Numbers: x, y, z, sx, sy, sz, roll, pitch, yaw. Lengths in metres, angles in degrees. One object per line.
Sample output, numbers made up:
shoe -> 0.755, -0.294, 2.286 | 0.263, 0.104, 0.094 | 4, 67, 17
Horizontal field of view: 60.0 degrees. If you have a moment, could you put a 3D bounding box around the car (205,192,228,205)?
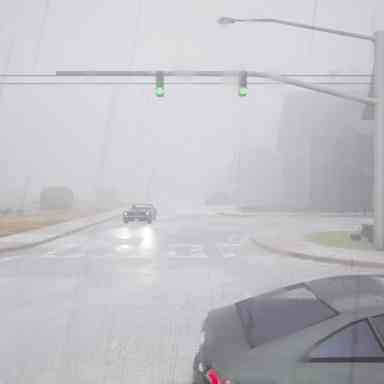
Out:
car -> 3.924, 0.983, 52.778 | 1.905, 1.878, 3.866 | -8, 4, -42

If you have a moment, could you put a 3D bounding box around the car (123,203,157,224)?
car -> -3.689, 1.518, 24.160 | 1.895, 1.301, 4.718 | 0, 0, 0

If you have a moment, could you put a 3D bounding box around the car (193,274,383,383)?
car -> 2.098, 1.584, 3.215 | 4.181, 1.385, 1.994 | 0, 0, 1
